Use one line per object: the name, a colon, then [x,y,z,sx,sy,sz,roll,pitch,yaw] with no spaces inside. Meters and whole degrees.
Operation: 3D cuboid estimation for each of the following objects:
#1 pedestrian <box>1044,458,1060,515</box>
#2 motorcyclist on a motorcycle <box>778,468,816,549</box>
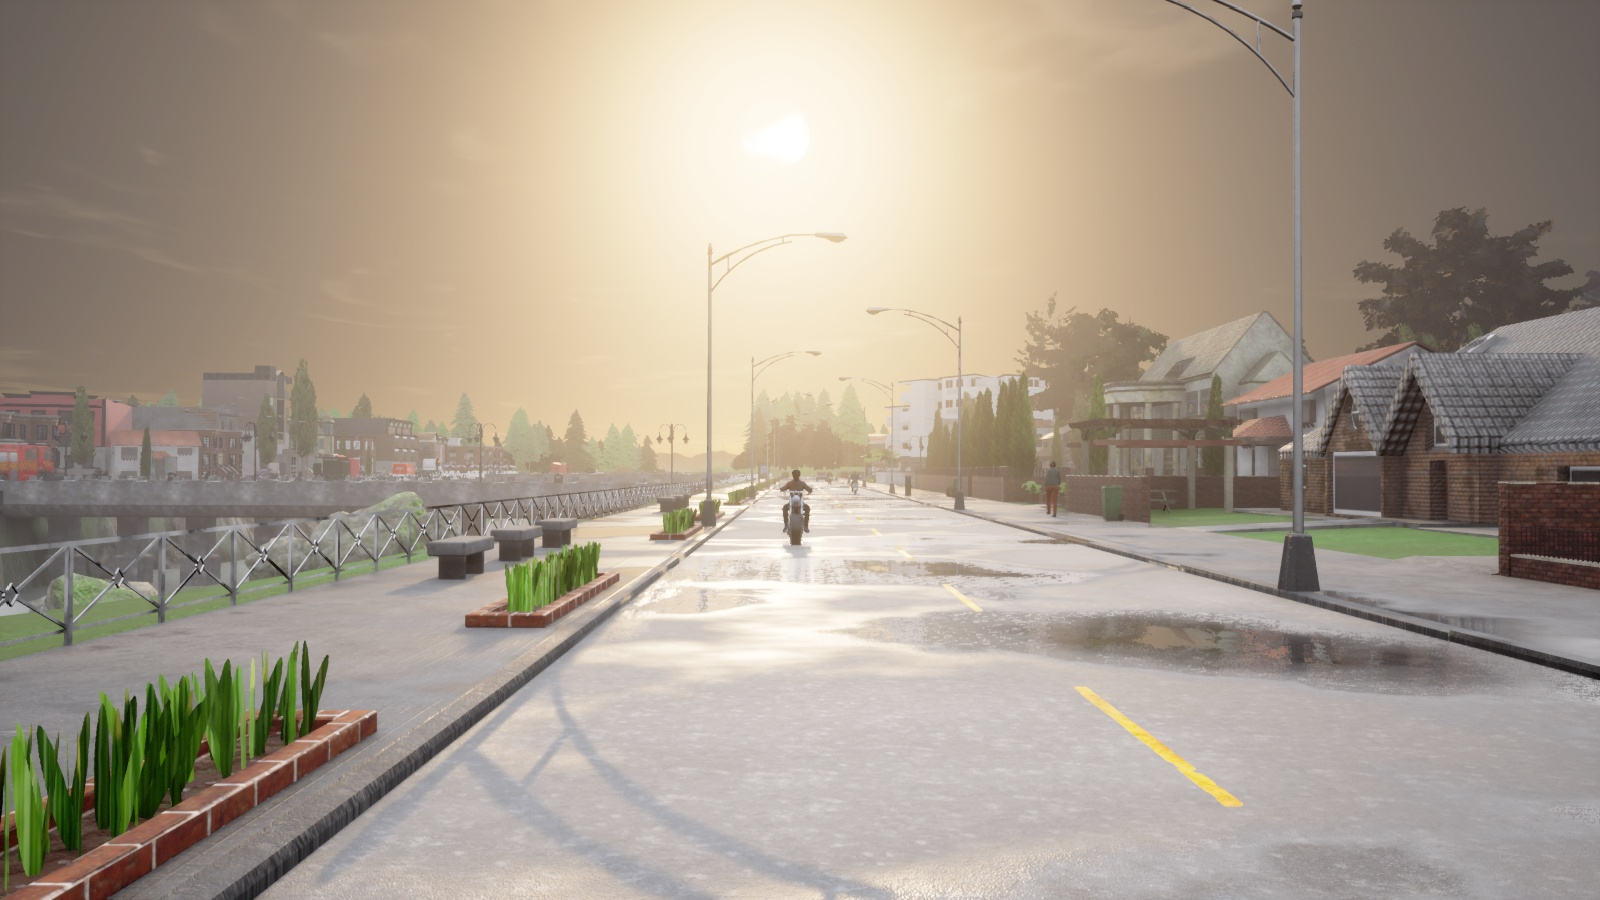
pedestrian: [8.149,1.173,40.632,0.353,1.847,0.614,0,-1,-1]
motorcyclist on a motorcycle: [-0.072,1.213,26.723,0.766,1.649,2.350,0,-1,0]
